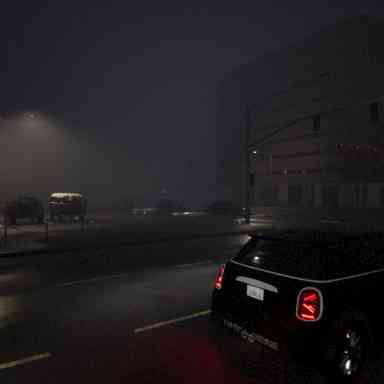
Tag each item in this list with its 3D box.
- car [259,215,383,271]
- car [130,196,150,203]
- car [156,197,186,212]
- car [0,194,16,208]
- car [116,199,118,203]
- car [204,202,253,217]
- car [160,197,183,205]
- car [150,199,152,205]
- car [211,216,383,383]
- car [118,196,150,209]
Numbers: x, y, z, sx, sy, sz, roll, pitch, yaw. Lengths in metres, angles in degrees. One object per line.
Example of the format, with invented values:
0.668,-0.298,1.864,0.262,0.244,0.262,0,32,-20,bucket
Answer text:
4.691,1.600,11.663,4.718,1.301,1.895,0,0,-36,car
-10.943,1.601,69.694,2.033,1.411,5.357,0,0,-35,car
-2.549,1.581,39.444,1.812,1.442,4.674,0,0,-36,car
-31.741,1.209,56.446,1.932,1.855,4.605,0,0,-35,car
-13.980,1.619,67.962,1.994,1.385,4.181,0,0,-35,car
3.249,1.603,31.261,2.033,1.411,5.357,0,0,-35,car
-3.760,1.581,59.608,1.812,1.442,4.674,0,0,-36,car
-8.927,1.581,60.840,1.812,1.442,4.674,0,0,-36,car
2.574,1.352,5.637,4.553,1.767,2.097,0,0,-35,car
-8.309,1.407,47.560,2.097,1.767,4.553,0,0,-35,car
